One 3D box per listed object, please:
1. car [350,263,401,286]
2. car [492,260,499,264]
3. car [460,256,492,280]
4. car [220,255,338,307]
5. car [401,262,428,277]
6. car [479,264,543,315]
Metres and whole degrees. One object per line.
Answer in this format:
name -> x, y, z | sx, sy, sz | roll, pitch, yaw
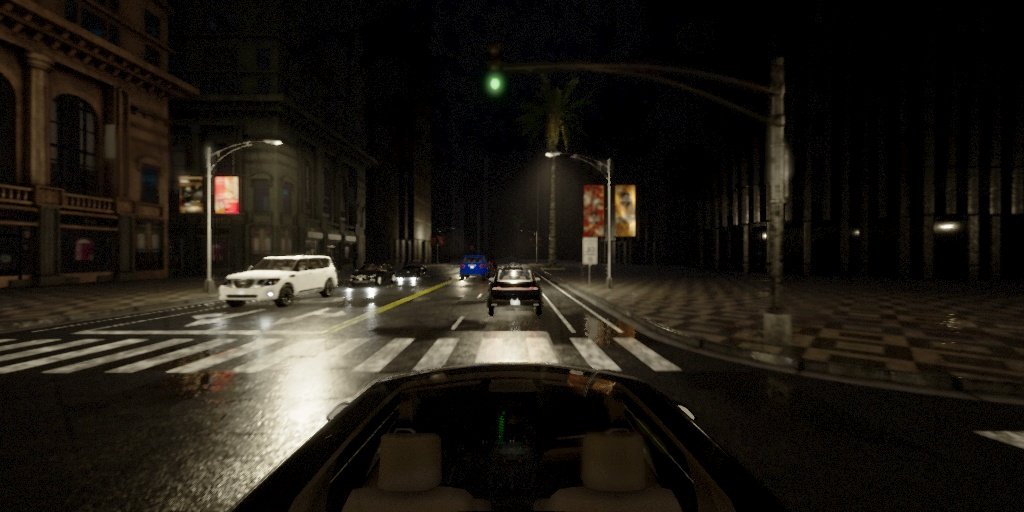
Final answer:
car -> -9.827, 1.263, 25.724 | 1.837, 1.490, 4.892 | 0, 0, 0
car -> -3.173, 1.274, 54.440 | 1.837, 1.490, 4.892 | 0, 0, 0
car -> -3.151, 0.981, 31.010 | 2.150, 2.045, 5.566 | 0, 0, 0
car -> -9.844, 0.976, 15.797 | 2.150, 2.045, 5.566 | 0, 0, 0
car -> -9.750, 1.325, 35.649 | 1.994, 1.385, 4.181 | 0, 0, 0
car -> 0.101, 1.245, 13.645 | 2.128, 1.511, 4.902 | 0, 0, 0
